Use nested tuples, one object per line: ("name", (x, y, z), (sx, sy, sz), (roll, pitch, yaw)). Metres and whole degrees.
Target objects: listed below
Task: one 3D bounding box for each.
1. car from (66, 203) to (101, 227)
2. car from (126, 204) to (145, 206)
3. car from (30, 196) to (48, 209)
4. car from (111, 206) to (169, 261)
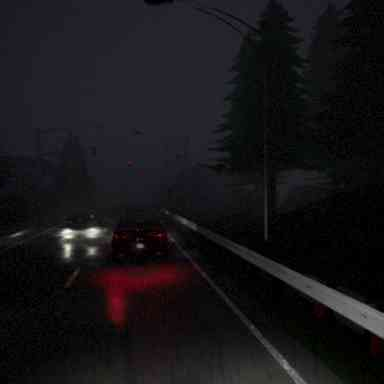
("car", (-7.854, 1.595, 24.365), (1.882, 1.535, 5.008), (-1, 0, -10))
("car", (-3.893, 1.580, 22.932), (1.837, 1.490, 4.892), (-1, 0, -10))
("car", (-24.248, 1.639, 52.890), (1.905, 1.878, 3.866), (-1, 0, -11))
("car", (-2.028, 1.519, 12.688), (1.882, 1.535, 5.008), (-1, 0, -10))
